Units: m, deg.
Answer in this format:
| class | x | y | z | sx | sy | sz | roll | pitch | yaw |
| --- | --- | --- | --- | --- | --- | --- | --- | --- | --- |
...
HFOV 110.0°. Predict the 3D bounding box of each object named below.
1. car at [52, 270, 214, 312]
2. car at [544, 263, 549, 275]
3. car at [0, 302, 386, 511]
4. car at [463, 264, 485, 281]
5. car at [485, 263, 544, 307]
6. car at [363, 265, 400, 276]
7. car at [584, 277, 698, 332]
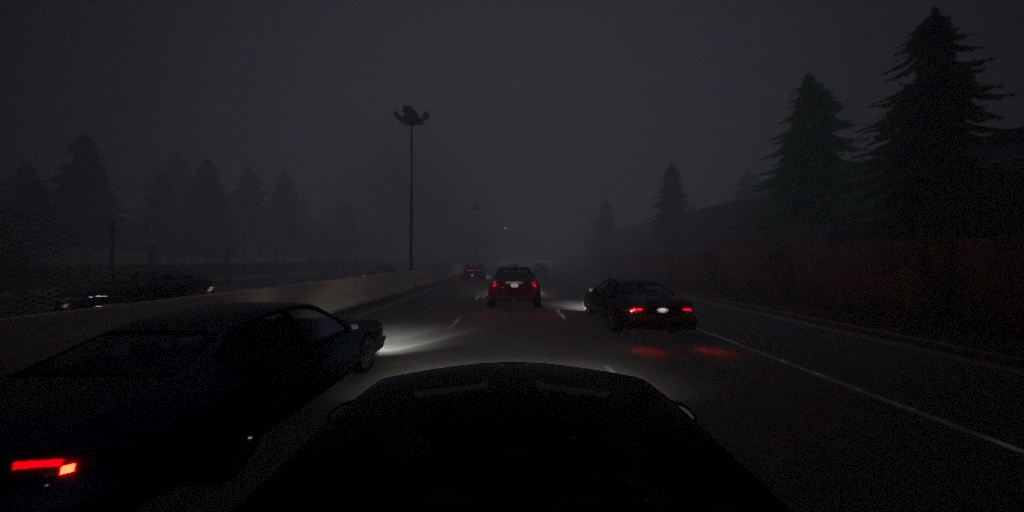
| class | x | y | z | sx | sy | sz | roll | pitch | yaw |
| --- | --- | --- | --- | --- | --- | --- | --- | --- | --- |
| car | -14.100 | 1.322 | 13.800 | 2.128 | 1.511 | 4.902 | 0 | 0 | 0 |
| car | 3.593 | 1.583 | 45.485 | 1.812 | 1.442 | 4.674 | 0 | 0 | 0 |
| car | -3.405 | 1.317 | 4.605 | 2.033 | 1.411 | 5.357 | 0 | 0 | 0 |
| car | -3.403 | 1.461 | 33.100 | 2.128 | 1.511 | 4.902 | 0 | 0 | 0 |
| car | 0.096 | 1.203 | 16.205 | 2.097 | 1.767 | 4.553 | 0 | 0 | 0 |
| car | -10.569 | 1.467 | 29.445 | 1.812 | 1.442 | 4.674 | 0 | 0 | 0 |
| car | 3.600 | 1.364 | 11.073 | 2.033 | 1.411 | 5.357 | 0 | 0 | 0 |
